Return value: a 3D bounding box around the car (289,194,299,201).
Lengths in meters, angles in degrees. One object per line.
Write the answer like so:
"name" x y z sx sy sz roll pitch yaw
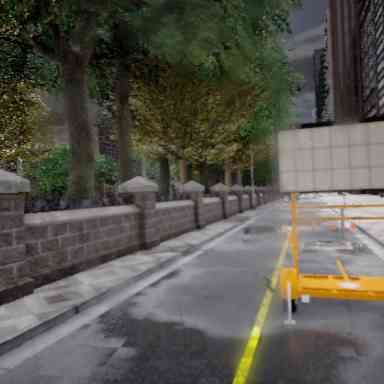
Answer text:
"car" 22.178 1.064 72.455 1.882 1.535 5.008 -2 0 19

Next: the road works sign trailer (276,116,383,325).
"road works sign trailer" 2.975 0.392 6.623 2.380 3.560 2.880 -2 0 19
